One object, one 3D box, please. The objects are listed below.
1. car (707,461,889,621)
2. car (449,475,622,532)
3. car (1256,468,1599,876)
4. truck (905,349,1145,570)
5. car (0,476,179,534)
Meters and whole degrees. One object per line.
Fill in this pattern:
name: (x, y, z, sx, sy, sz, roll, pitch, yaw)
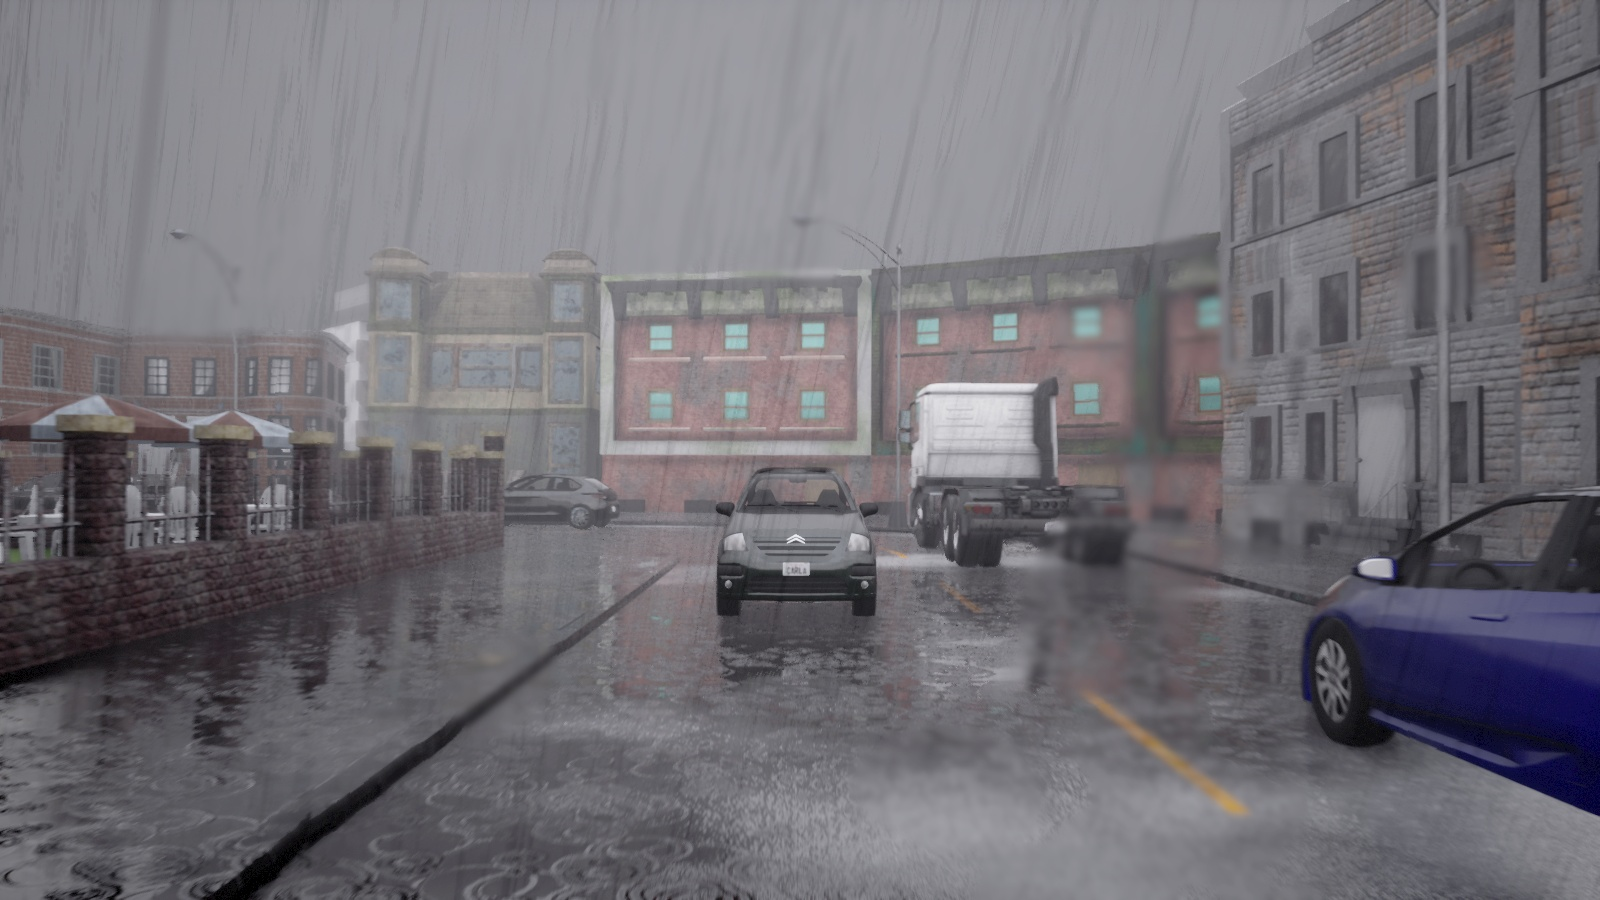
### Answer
car: (-0.028, 0.961, 14.818, 1.851, 1.617, 3.988, 0, -1, 0)
car: (-7.076, 1.424, 33.819, 4.193, 1.474, 1.816, 0, -1, 8)
car: (3.985, 0.845, 5.923, 2.007, 1.525, 4.514, 0, -1, 0)
truck: (3.870, 0.215, 23.701, 2.891, 3.462, 7.936, 0, -1, -2)
car: (-19.670, 1.466, 33.922, 4.892, 1.490, 1.837, 0, -1, 0)
